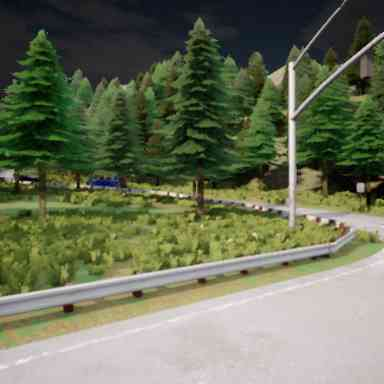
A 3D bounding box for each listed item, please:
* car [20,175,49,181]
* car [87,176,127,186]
[{"bbox_3d":[-23.357,-1.906,49.017,4.718,1.301,1.895,6,3,32],"label":"car"},{"bbox_3d":[-11.497,-1.215,44.824,5.566,2.045,2.150,5,1,9],"label":"car"}]
